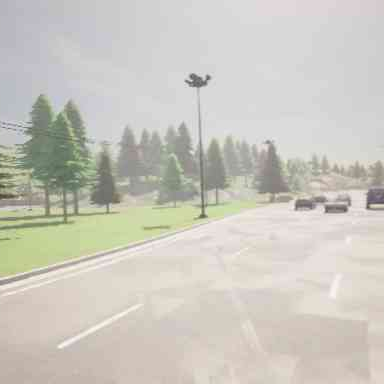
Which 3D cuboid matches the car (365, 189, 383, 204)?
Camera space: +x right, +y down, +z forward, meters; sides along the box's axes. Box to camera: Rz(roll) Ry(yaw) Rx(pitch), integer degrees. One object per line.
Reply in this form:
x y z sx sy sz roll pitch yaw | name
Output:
24.211 0.578 44.177 2.097 1.767 4.553 -2 0 27 | car

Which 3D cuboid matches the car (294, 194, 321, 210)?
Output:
12.636 1.148 37.005 2.128 1.511 4.902 -2 0 27 | car

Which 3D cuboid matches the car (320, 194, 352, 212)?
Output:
13.816 1.188 31.761 1.895 1.301 4.718 -2 0 28 | car

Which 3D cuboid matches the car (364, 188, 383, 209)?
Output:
18.926 0.612 33.958 2.150 2.045 5.566 -2 -1 28 | car

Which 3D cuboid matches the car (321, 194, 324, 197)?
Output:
17.715 0.989 46.833 2.128 1.511 4.902 -2 0 27 | car
